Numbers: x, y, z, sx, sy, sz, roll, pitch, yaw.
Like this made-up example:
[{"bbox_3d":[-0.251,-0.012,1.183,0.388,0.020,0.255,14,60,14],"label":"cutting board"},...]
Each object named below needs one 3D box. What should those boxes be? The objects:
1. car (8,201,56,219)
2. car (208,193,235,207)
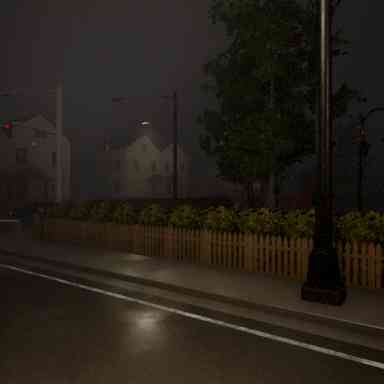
[{"bbox_3d":[-13.672,1.526,29.430,1.812,1.442,4.674,0,0,35],"label":"car"},{"bbox_3d":[4.287,1.221,48.813,2.150,2.045,5.566,0,0,35],"label":"car"}]
